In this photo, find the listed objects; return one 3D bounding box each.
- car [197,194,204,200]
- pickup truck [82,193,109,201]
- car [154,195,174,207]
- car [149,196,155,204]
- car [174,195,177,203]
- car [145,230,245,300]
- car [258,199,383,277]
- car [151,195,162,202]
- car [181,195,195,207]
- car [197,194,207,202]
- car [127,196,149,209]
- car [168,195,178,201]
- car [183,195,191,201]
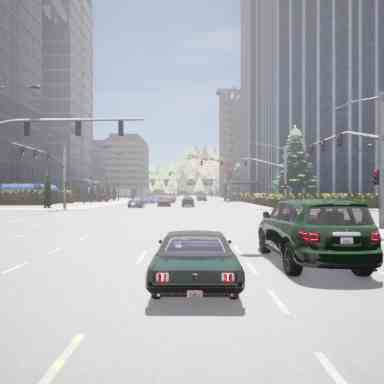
[{"bbox_3d":[2.259,1.386,89.111,1.882,1.535,5.008,0,0,-1],"label":"car"},{"bbox_3d":[-21.147,1.058,73.429,2.390,2.098,6.274,0,0,30],"label":"pickup truck"},{"bbox_3d":[-4.301,1.477,51.839,1.882,1.535,5.008,0,0,-1],"label":"car"},{"bbox_3d":[-7.920,1.525,61.674,1.812,1.442,4.674,0,0,0],"label":"car"},{"bbox_3d":[-4.443,1.600,66.202,1.895,1.301,4.718,0,0,0],"label":"car"},{"bbox_3d":[0.077,1.601,8.367,1.895,1.301,4.718,0,0,0],"label":"car"},{"bbox_3d":[3.589,1.221,10.395,2.150,2.045,5.566,0,0,0],"label":"car"},{"bbox_3d":[-8.072,1.517,76.878,2.128,1.511,4.902,0,0,-1],"label":"car"},{"bbox_3d":[-0.632,1.504,52.734,1.837,1.490,4.892,0,0,-1],"label":"car"},{"bbox_3d":[2.402,1.347,78.831,2.097,1.767,4.553,0,0,-1],"label":"car"},{"bbox_3d":[-7.796,1.489,46.752,2.128,1.511,4.902,0,0,1],"label":"car"},{"bbox_3d":[-4.625,1.458,80.730,2.128,1.511,4.902,0,0,-1],"label":"car"},{"bbox_3d":[-1.211,1.539,86.926,2.033,1.411,5.357,0,0,-1],"label":"car"}]
